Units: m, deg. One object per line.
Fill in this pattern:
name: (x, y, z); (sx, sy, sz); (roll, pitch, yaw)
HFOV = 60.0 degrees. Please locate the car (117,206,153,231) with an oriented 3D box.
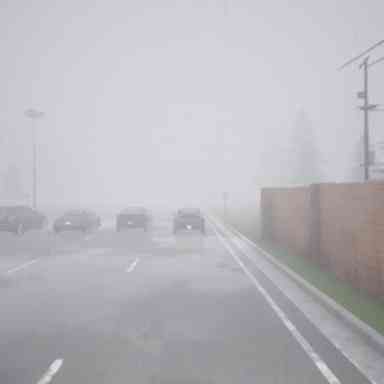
car: (-3.717, 1.702, 22.258); (1.882, 1.535, 5.008); (0, -1, -1)

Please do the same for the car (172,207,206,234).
car: (-0.195, 1.704, 20.809); (1.837, 1.490, 4.892); (0, -1, -1)

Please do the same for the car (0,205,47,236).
car: (-10.690, 1.580, 20.315); (2.097, 1.767, 4.553); (0, -1, -1)

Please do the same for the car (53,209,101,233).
car: (-7.202, 1.790, 21.252); (1.994, 1.385, 4.181); (0, -1, -1)
